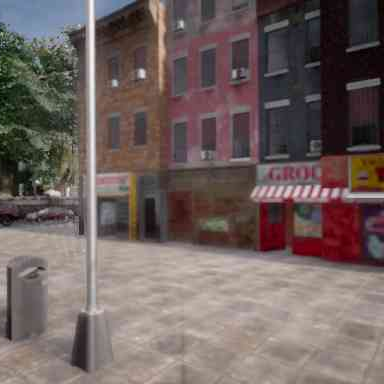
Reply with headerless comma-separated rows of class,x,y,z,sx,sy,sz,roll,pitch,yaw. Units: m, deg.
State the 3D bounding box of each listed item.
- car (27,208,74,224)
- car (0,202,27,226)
car,-12.614,2.057,29.650,1.802,1.307,4.206,-1,-1,36
car,-15.795,1.727,25.230,2.192,1.841,5.009,-1,-1,36
